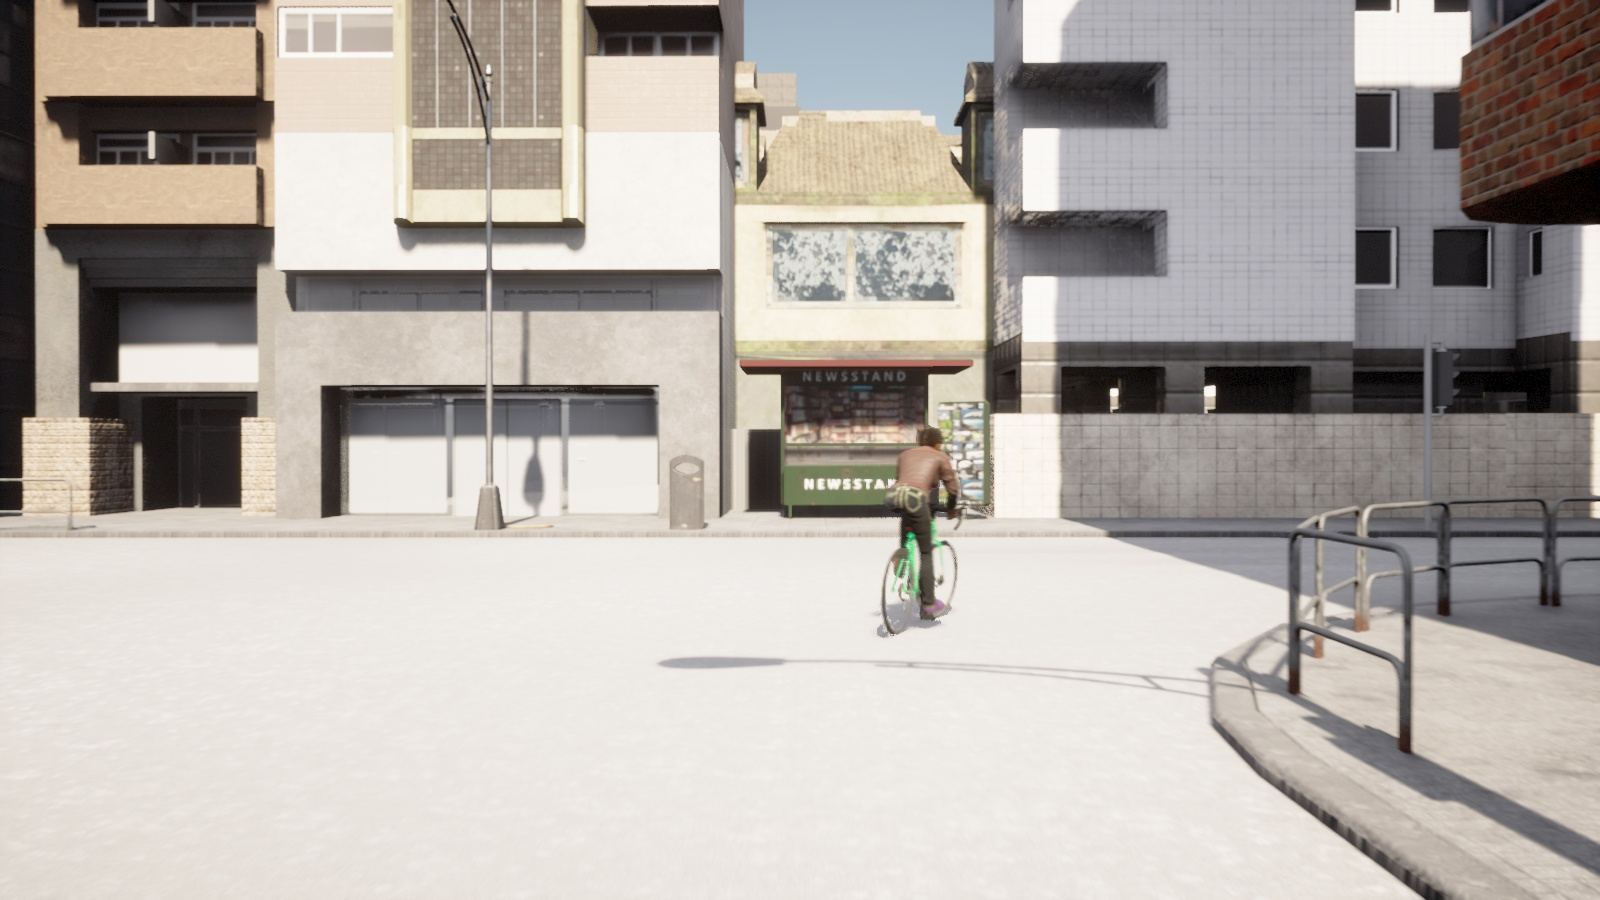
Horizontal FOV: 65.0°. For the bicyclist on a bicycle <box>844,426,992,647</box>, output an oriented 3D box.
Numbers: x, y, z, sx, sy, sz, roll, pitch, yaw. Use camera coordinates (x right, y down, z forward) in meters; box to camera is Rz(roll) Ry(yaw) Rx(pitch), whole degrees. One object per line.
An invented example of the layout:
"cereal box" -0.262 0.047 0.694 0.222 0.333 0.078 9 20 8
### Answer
"bicyclist on a bicycle" 0.994 0.642 10.164 0.582 1.620 1.656 3 1 26
